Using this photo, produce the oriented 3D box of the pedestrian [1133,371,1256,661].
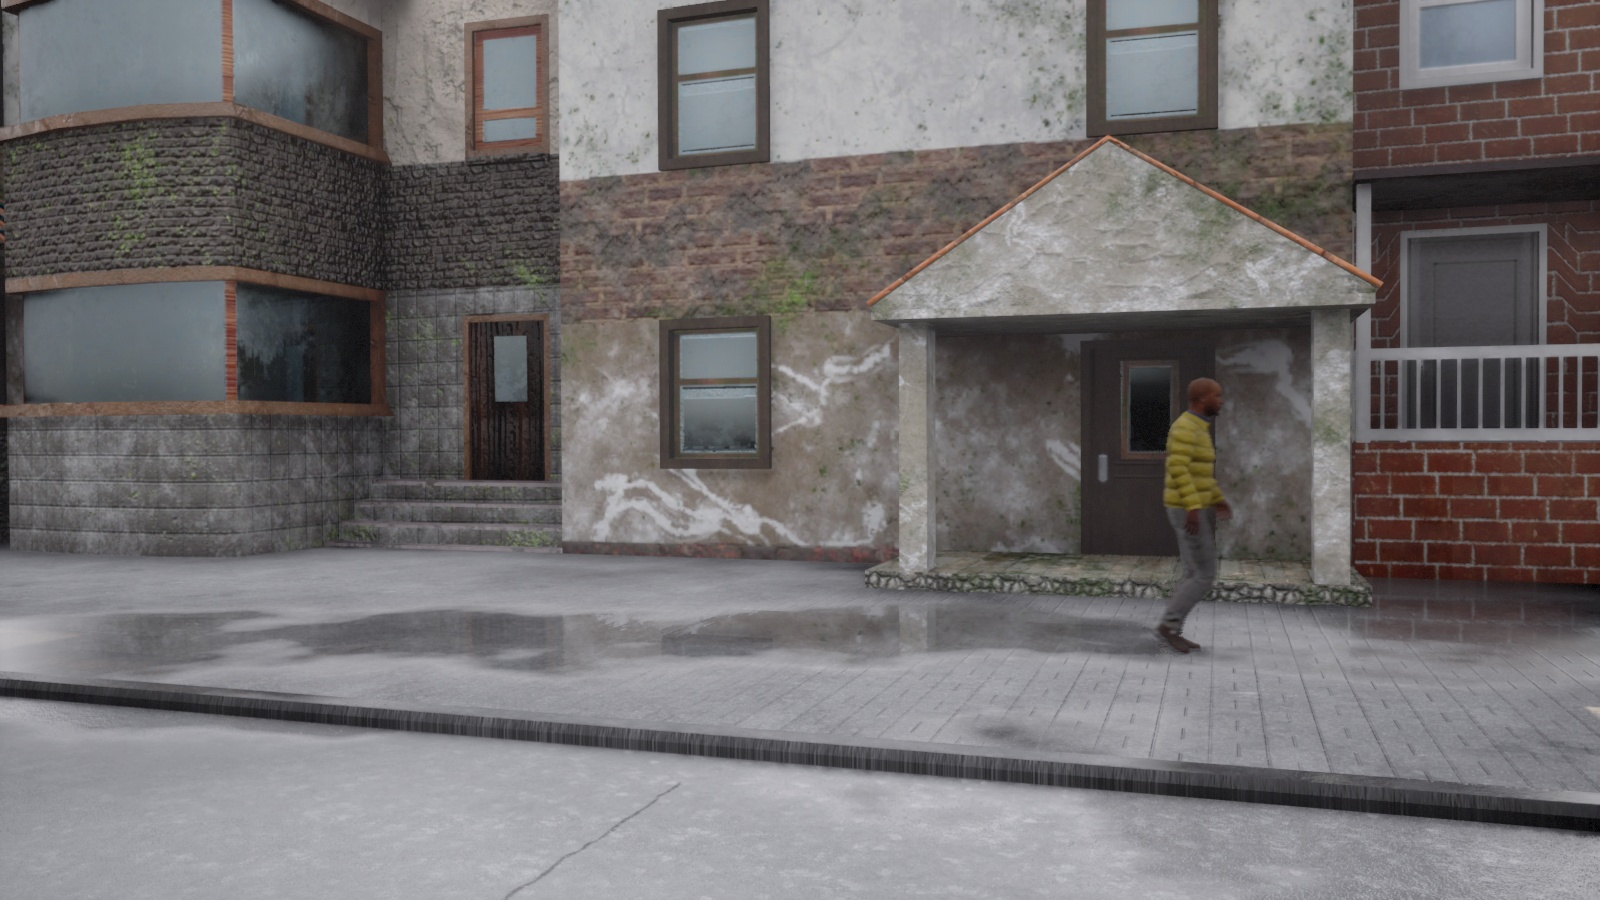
[{"bbox_3d":[2.593,0.414,8.249,0.726,1.835,0.370,1,1,22],"label":"pedestrian"}]
